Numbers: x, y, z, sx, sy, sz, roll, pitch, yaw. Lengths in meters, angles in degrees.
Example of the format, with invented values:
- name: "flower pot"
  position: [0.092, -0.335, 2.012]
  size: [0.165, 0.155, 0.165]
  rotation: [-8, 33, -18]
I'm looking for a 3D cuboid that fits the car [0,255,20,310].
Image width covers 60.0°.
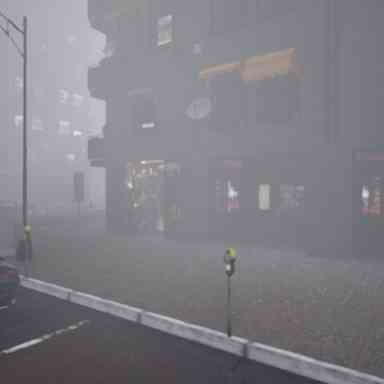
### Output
- name: "car"
  position: [-5.058, 1.540, 6.474]
  size: [4.403, 1.369, 2.008]
  rotation: [0, 0, 35]

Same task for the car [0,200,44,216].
- name: "car"
  position: [-14.638, 1.310, 26.476]
  size: [2.008, 1.369, 4.403]
  rotation: [1, 1, 35]

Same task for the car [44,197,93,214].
- name: "car"
  position: [-11.552, 1.209, 30.903]
  size: [1.752, 1.417, 4.829]
  rotation: [1, 1, 35]
